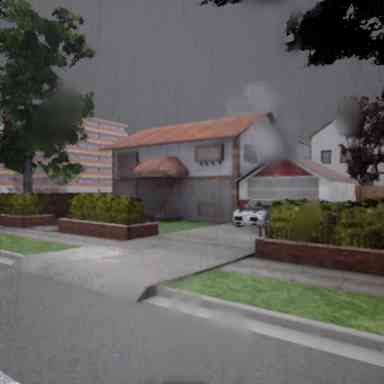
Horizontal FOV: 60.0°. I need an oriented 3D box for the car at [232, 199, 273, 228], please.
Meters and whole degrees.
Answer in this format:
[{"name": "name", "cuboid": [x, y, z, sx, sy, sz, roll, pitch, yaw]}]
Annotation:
[{"name": "car", "cuboid": [3.719, 1.110, 17.667, 1.970, 1.475, 3.806, 1, 0, 36]}]
